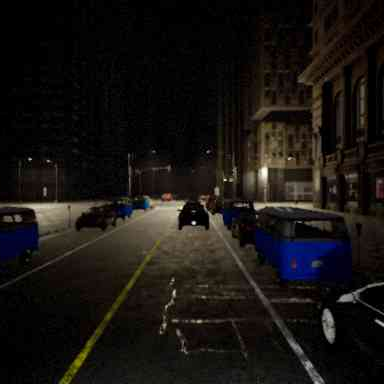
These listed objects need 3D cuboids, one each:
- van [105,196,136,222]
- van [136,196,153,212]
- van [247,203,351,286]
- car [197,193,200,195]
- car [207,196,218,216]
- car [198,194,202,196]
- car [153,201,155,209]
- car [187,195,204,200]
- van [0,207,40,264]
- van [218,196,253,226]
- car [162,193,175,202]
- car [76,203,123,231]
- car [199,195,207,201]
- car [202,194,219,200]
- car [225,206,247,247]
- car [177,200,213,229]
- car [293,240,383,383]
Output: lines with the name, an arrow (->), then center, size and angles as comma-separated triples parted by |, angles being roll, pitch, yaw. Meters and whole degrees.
van -> -5.758, 1.328, 26.147 | 1.690, 1.788, 3.998 | 0, 0, 0
van -> -5.755, 1.324, 37.502 | 1.690, 1.788, 3.998 | 0, 0, 0
van -> 2.763, 1.335, 9.123 | 1.690, 1.788, 3.998 | 0, 0, 0
car -> 2.781, 1.528, 81.442 | 2.008, 1.369, 4.403 | 0, 0, 0
car -> 2.769, 1.425, 31.832 | 1.967, 1.590, 4.097 | 0, 0, 0
car -> 2.778, 1.528, 70.161 | 2.008, 1.369, 4.403 | 0, 0, 0
car -> -5.753, 1.507, 43.009 | 1.752, 1.417, 4.829 | 0, 0, 0
car -> 0.111, 1.487, 39.139 | 1.837, 1.490, 4.892 | 0, 0, 0
van -> -5.762, 1.336, 9.115 | 1.690, 1.788, 3.998 | 0, 0, 0
van -> 2.766, 1.330, 20.477 | 1.690, 1.788, 3.998 | 0, 0, 0
car -> -5.746, 1.292, 75.794 | 2.192, 1.841, 5.009 | 0, 0, 0
car -> -5.759, 1.571, 20.470 | 1.802, 1.307, 4.206 | 0, 0, 0
car -> 2.782, 1.522, 87.083 | 1.887, 1.381, 4.507 | 0, 0, 0
car -> 2.771, 1.296, 43.187 | 2.192, 1.841, 5.009 | 0, 0, 0
car -> 2.765, 1.536, 14.800 | 1.887, 1.381, 4.507 | 0, 0, 0
car -> 0.106, 1.493, 21.266 | 1.837, 1.490, 4.892 | 0, 0, 0
car -> 2.762, 1.548, 3.445 | 2.008, 1.369, 4.403 | 0, 0, 0
